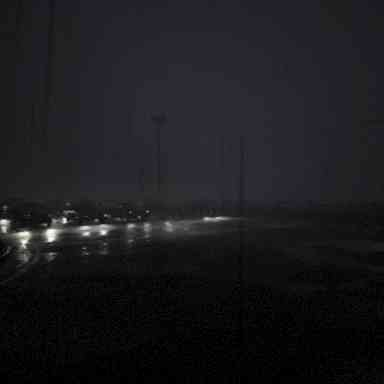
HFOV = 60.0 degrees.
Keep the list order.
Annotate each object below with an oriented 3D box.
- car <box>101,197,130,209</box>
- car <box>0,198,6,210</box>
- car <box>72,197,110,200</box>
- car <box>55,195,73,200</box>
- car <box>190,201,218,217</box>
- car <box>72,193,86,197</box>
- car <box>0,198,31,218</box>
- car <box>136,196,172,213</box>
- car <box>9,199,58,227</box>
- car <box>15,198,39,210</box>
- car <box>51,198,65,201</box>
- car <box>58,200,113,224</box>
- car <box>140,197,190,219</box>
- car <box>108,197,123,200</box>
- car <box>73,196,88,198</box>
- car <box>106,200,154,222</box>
[{"bbox_3d":[-10.711,1.483,46.403,2.128,1.511,4.902,0,0,-36],"label":"car"},{"bbox_3d":[-25.869,1.543,43.481,2.033,1.411,5.357,0,0,-36],"label":"car"},{"bbox_3d":[-10.406,1.559,34.026,1.994,1.385,4.181,0,0,-36],"label":"car"},{"bbox_3d":[-17.735,1.497,44.162,1.837,1.490,4.892,0,1,-36],"label":"car"},{"bbox_3d":[0.553,1.559,30.820,1.994,1.385,4.181,0,0,-36],"label":"car"},{"bbox_3d":[-20.082,1.220,59.494,2.150,2.045,5.566,0,0,-36],"label":"car"},{"bbox_3d":[-16.109,1.349,29.962,2.097,1.767,4.553,0,0,-36],"label":"car"},{"bbox_3d":[-4.384,1.346,37.644,2.097,1.767,4.553,0,0,-36],"label":"car"},{"bbox_3d":[-11.117,1.475,23.062,1.882,1.535,5.008,0,0,-36],"label":"car"},{"bbox_3d":[-21.707,1.542,43.682,2.033,1.411,5.357,0,0,-36],"label":"car"},{"bbox_3d":[-13.683,1.597,32.578,1.895,1.301,4.718,0,0,-36],"label":"car"},{"bbox_3d":[-8.063,1.544,24.810,2.033,1.411,5.357,0,0,-36],"label":"car"},{"bbox_3d":[-2.573,1.473,29.168,1.882,1.535,5.008,0,0,-36],"label":"car"},{"bbox_3d":[-8.024,1.521,36.702,1.812,1.442,4.674,0,0,-36],"label":"car"},{"bbox_3d":[-14.590,1.595,45.787,1.895,1.301,4.718,0,0,-36],"label":"car"},{"bbox_3d":[-5.242,1.597,26.884,1.895,1.301,4.718,0,0,-36],"label":"car"}]
